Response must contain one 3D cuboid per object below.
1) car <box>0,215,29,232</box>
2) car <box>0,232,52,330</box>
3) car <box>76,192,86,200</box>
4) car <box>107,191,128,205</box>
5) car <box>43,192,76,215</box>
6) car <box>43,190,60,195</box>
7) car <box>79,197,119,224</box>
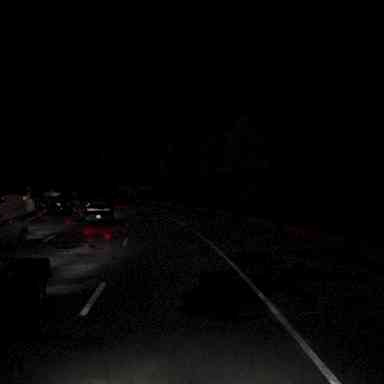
[{"bbox_3d":[-7.961,1.520,12.749,1.895,1.301,4.718,0,0,-7],"label":"car"},{"bbox_3d":[-3.670,1.572,4.652,1.895,1.301,4.718,0,0,-3],"label":"car"},{"bbox_3d":[-22.737,0.712,66.090,2.097,1.767,4.553,0,1,-39],"label":"car"},{"bbox_3d":[-11.310,0.864,50.038,2.150,2.045,5.566,0,0,-27],"label":"car"},{"bbox_3d":[-12.346,1.139,31.248,2.097,1.767,4.553,0,0,-18],"label":"car"},{"bbox_3d":[-32.518,0.556,77.072,5.566,2.045,2.150,0,1,43],"label":"car"},{"bbox_3d":[-6.436,1.326,23.349,2.128,1.511,4.902,0,0,-13],"label":"car"}]
